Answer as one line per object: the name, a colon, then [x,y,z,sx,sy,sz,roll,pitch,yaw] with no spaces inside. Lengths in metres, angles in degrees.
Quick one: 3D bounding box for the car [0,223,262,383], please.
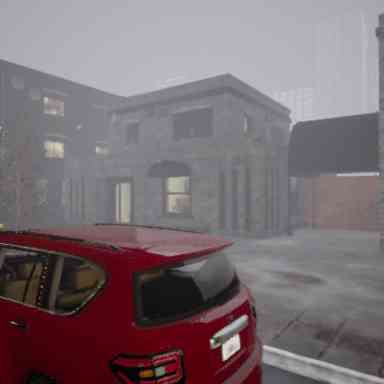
car: [-1.634,1.319,4.043,5.009,1.841,2.192,0,0,35]
